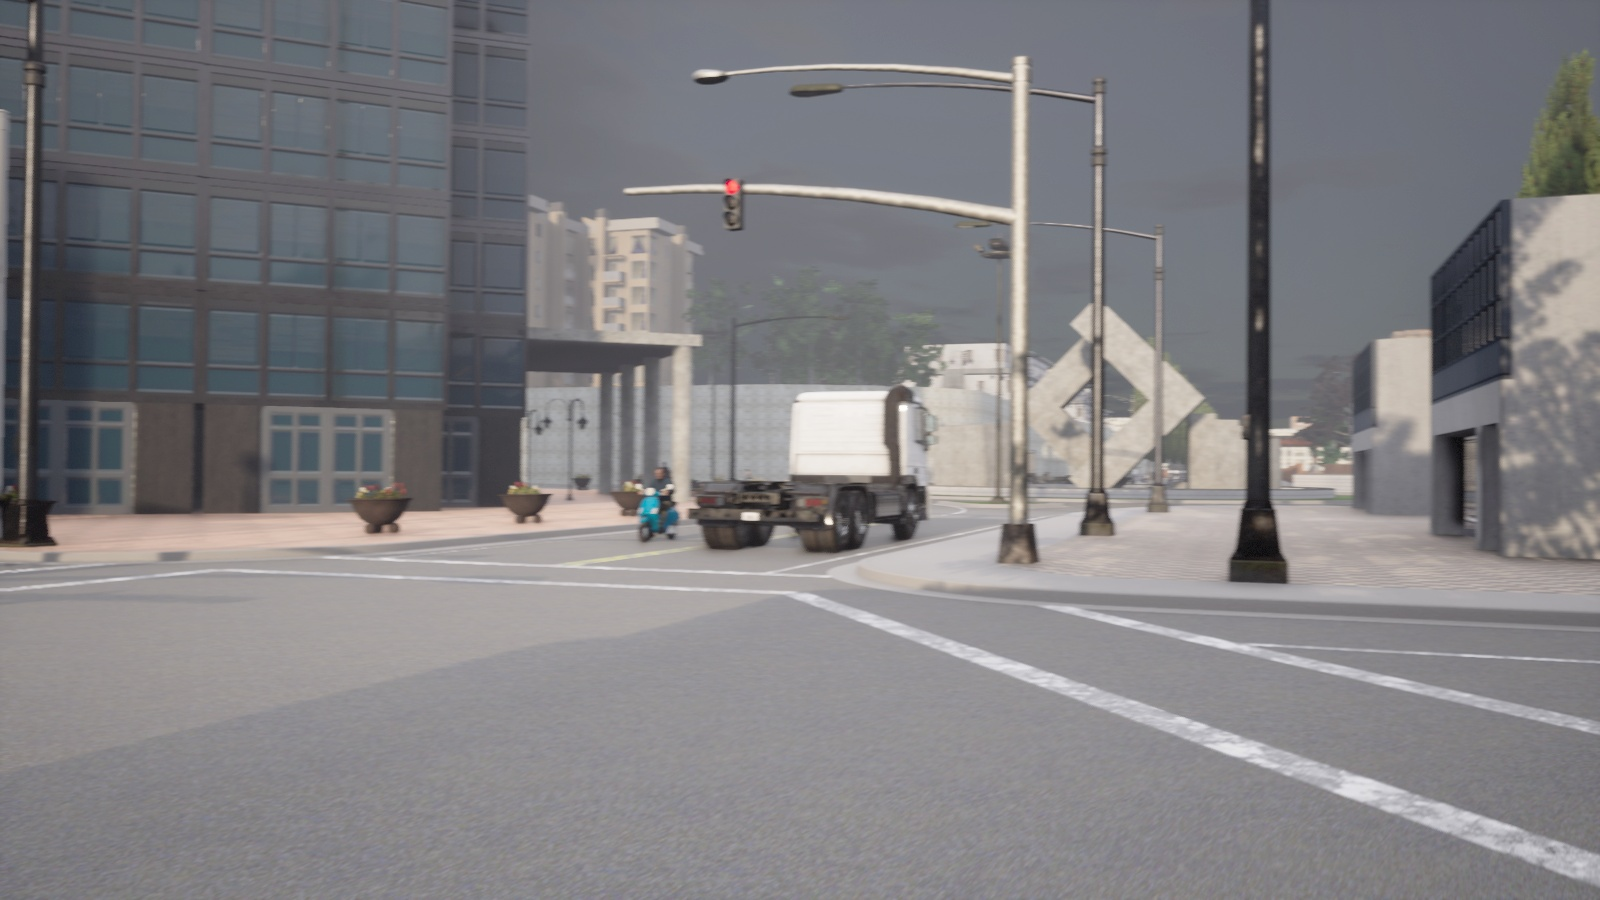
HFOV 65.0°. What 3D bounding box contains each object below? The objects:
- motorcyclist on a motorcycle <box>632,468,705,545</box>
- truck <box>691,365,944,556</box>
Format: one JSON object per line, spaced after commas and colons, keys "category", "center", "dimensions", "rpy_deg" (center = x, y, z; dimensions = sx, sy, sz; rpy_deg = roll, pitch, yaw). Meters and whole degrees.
{"category": "motorcyclist on a motorcycle", "center": [-2.831, 1.198, 27.261], "dimensions": [0.866, 1.590, 1.817], "rpy_deg": [0, -1, 20]}
{"category": "truck", "center": [0.703, 0.260, 26.949], "dimensions": [2.891, 3.462, 7.936], "rpy_deg": [0, -1, 21]}
